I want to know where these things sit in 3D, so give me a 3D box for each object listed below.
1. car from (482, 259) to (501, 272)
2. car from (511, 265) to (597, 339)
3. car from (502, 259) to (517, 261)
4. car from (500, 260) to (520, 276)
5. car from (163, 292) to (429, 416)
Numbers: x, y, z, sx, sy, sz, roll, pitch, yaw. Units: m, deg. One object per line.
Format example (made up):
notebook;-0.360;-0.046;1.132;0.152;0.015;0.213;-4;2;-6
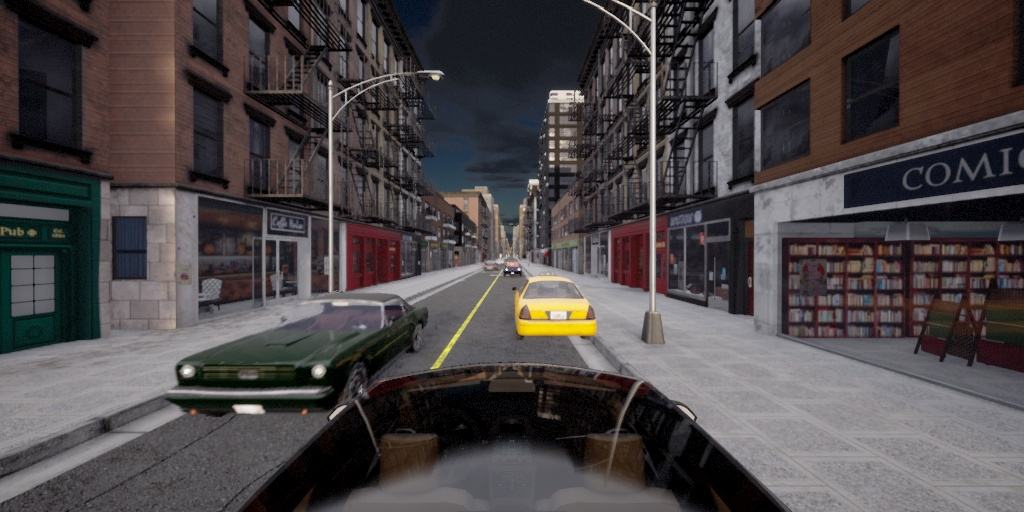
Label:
car;-2.831;1.306;47.808;1.812;1.442;4.674;0;0;0
car;0.965;1.205;9.991;1.801;1.575;5.366;0;0;0
car;0.055;1.135;49.203;2.097;1.767;4.553;0;0;0
car;0.083;1.367;37.047;1.895;1.301;4.718;0;0;0
car;-2.848;1.350;6.084;1.895;1.301;4.718;0;0;0
